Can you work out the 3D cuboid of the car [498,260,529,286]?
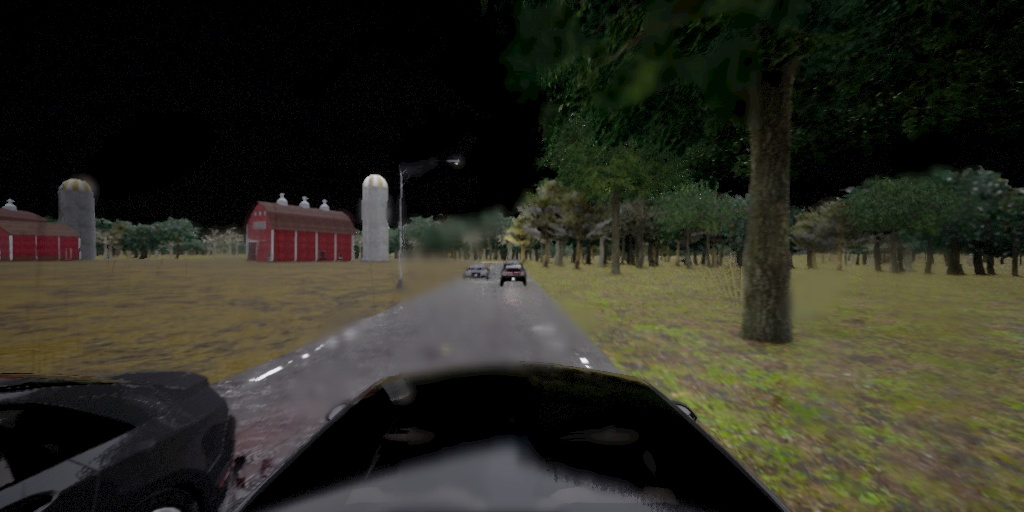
[{"bbox_3d":[0.105,1.256,25.594,1.837,1.490,4.892,0,-1,0],"label":"car"}]

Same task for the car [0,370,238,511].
[{"bbox_3d":[-2.850,1.258,0.507,1.837,1.490,4.892,0,-1,0],"label":"car"}]

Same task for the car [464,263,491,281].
[{"bbox_3d":[-2.842,1.322,30.176,1.994,1.385,4.181,0,0,0],"label":"car"}]
